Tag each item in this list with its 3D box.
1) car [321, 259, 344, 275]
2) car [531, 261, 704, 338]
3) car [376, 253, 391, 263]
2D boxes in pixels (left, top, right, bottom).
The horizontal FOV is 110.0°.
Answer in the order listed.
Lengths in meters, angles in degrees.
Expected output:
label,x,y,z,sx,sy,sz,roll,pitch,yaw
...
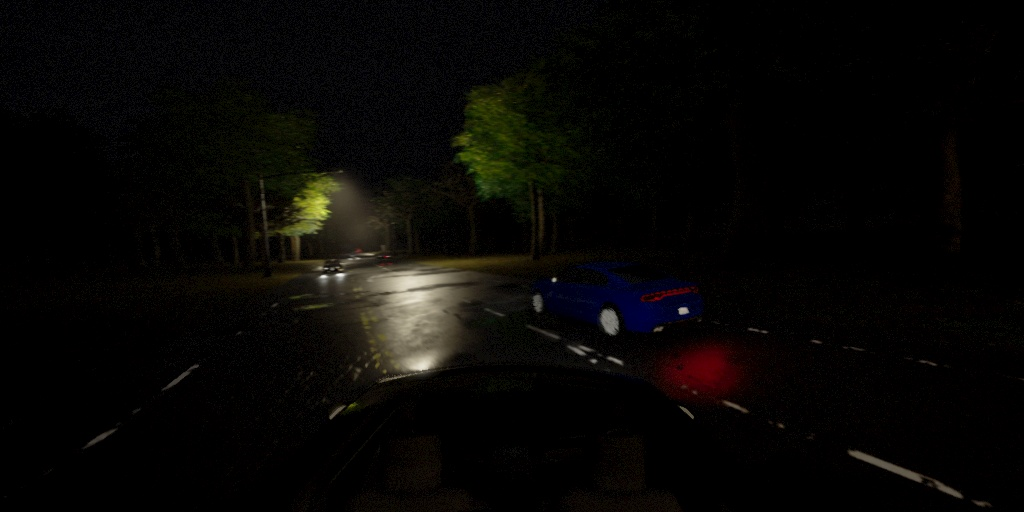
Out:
label,x,y,z,sx,sy,sz,roll,pitch,yaw
car,-18.924,1.081,37.910,1.837,1.490,4.892,-5,3,-24
car,2.253,0.880,9.138,1.882,1.535,5.008,-5,3,-25
car,-20.919,0.291,58.549,2.128,1.511,4.902,-5,3,-25
